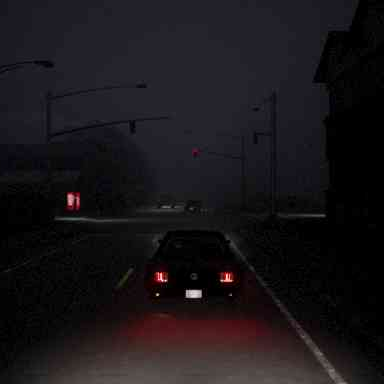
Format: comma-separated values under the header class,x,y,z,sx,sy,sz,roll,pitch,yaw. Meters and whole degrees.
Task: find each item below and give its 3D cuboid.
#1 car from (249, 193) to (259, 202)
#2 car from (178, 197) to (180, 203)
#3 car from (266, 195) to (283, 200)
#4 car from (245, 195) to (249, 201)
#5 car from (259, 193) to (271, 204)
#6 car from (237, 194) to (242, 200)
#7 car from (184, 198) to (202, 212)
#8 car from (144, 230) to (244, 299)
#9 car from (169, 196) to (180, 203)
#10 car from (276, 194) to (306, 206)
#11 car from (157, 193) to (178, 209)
class,x,y,z,sx,sy,sz,roll,pitch,yaw
car,14.170,1.092,67.572,3.866,1.878,1.905,0,0,0
car,-3.577,1.601,56.981,1.895,1.301,4.718,0,0,0
car,21.315,1.399,86.081,3.806,1.475,1.970,0,0,0
car,13.758,1.113,70.478,4.605,1.855,1.932,0,0,0
car,14.170,1.169,54.778,5.027,1.636,2.152,0,0,0
car,13.894,1.389,89.062,3.633,1.501,1.845,0,0,0
car,0.075,1.511,38.696,1.837,1.490,4.892,1,0,2
car,0.059,1.601,8.388,1.895,1.301,4.718,0,0,1
car,-3.506,1.548,68.000,2.033,1.411,5.357,0,0,1
car,14.494,1.248,48.360,3.806,1.475,1.970,0,0,0
car,-3.590,1.221,46.747,2.150,2.045,5.566,0,0,0
